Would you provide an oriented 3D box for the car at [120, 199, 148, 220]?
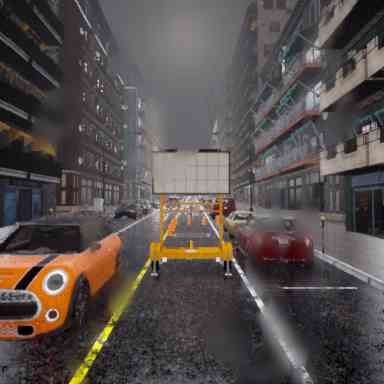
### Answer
[{"bbox_3d":[-5.289,1.585,28.308,1.947,1.339,4.313,2,0,0],"label":"car"}]

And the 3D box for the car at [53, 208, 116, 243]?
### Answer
[{"bbox_3d":[-5.290,1.593,16.978,1.802,1.307,4.206,2,0,0],"label":"car"}]

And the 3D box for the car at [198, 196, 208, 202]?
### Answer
[{"bbox_3d":[2.593,1.614,79.281,2.008,1.369,4.403,2,0,0],"label":"car"}]

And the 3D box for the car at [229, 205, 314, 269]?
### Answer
[{"bbox_3d":[2.594,1.448,11.309,1.967,1.590,4.097,2,0,0],"label":"car"}]

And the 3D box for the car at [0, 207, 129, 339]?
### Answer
[{"bbox_3d":[-2.850,1.356,6.901,2.097,1.767,4.553,0,0,0],"label":"car"}]

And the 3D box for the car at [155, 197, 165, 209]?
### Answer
[{"bbox_3d":[-5.288,1.584,45.301,2.008,1.369,4.403,2,0,0],"label":"car"}]

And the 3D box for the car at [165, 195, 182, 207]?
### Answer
[{"bbox_3d":[-2.843,1.562,50.494,1.812,1.442,4.674,0,0,0],"label":"car"}]

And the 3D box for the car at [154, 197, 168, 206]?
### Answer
[{"bbox_3d":[-5.287,1.586,56.631,1.887,1.381,4.507,2,0,0],"label":"car"}]

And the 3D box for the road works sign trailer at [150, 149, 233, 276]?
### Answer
[{"bbox_3d":[-0.022,0.471,10.383,2.380,3.560,2.880,0,0,0],"label":"road works sign trailer"}]

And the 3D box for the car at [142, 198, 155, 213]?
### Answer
[{"bbox_3d":[-5.284,1.464,33.972,1.967,1.590,4.097,2,0,0],"label":"car"}]

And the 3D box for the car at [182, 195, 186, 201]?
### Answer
[{"bbox_3d":[-2.746,1.576,90.394,1.812,1.442,4.674,0,0,0],"label":"car"}]

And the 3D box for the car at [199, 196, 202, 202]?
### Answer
[{"bbox_3d":[2.592,1.608,56.625,1.947,1.339,4.313,2,0,0],"label":"car"}]

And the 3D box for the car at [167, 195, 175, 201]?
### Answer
[{"bbox_3d":[-5.285,1.595,84.782,1.752,1.417,4.829,2,0,0],"label":"car"}]

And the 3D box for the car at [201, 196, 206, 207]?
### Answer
[{"bbox_3d":[2.593,1.558,45.466,1.752,1.417,4.829,2,0,0],"label":"car"}]

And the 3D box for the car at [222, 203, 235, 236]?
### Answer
[{"bbox_3d":[2.591,1.537,17.143,1.752,1.417,4.829,2,0,0],"label":"car"}]

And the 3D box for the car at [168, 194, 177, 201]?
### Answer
[{"bbox_3d":[-5.277,1.392,90.617,2.192,1.841,5.009,2,0,0],"label":"car"}]

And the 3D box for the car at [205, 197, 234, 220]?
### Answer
[{"bbox_3d":[2.598,1.334,28.302,2.192,1.841,5.009,2,0,0],"label":"car"}]
